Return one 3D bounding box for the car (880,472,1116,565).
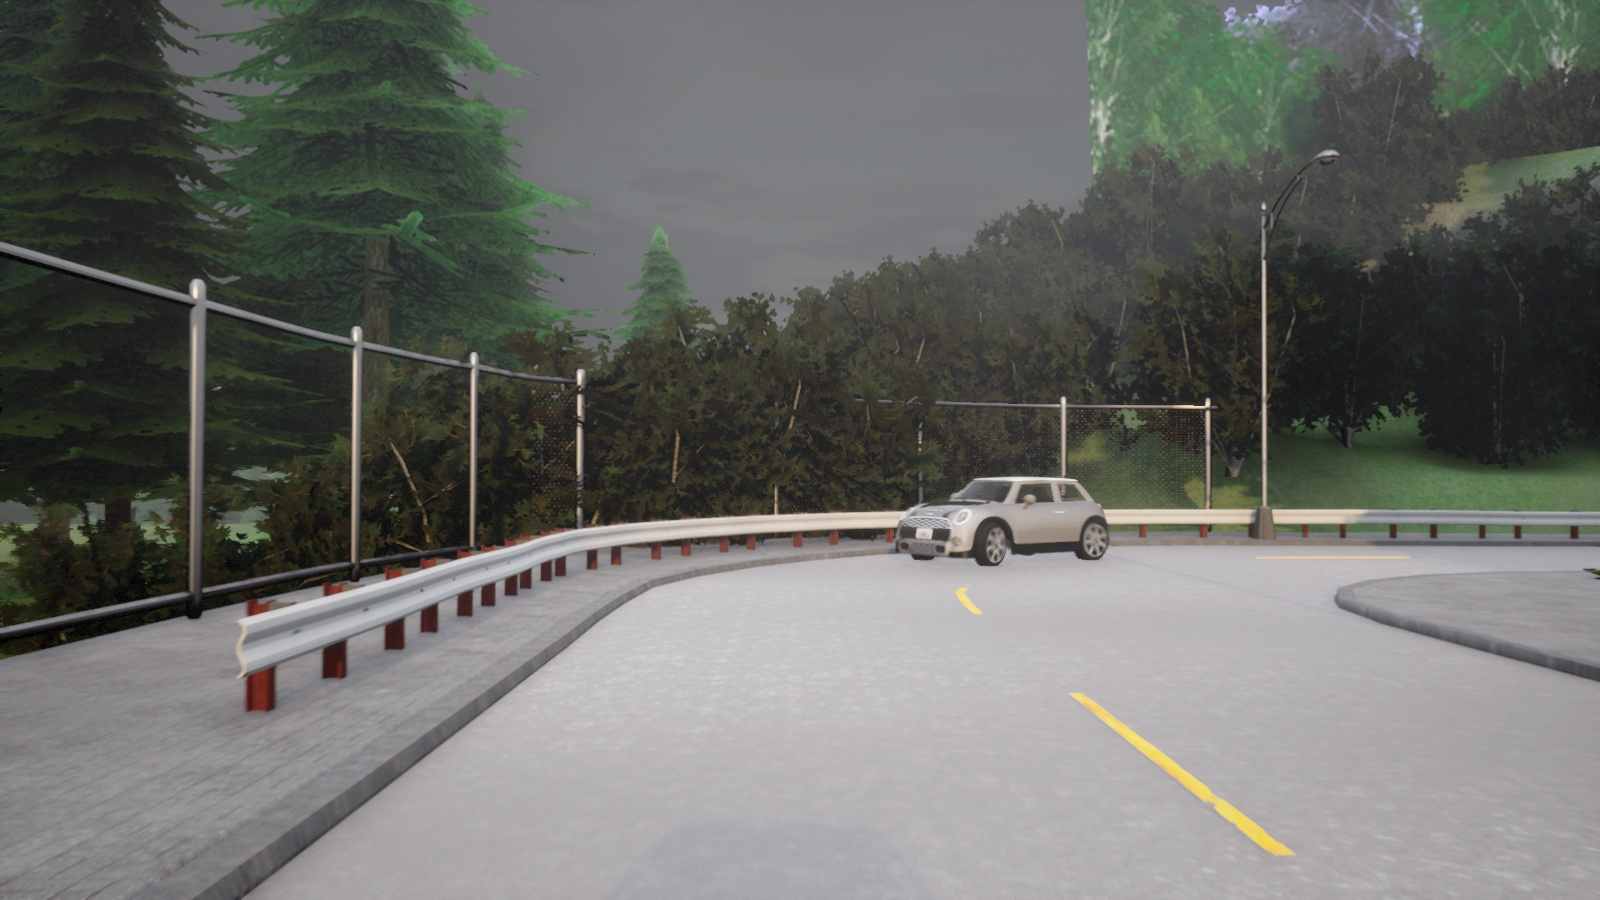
[{"bbox_3d":[3.505,1.136,22.004,3.806,1.475,1.970,0,-1,-37],"label":"car"}]
